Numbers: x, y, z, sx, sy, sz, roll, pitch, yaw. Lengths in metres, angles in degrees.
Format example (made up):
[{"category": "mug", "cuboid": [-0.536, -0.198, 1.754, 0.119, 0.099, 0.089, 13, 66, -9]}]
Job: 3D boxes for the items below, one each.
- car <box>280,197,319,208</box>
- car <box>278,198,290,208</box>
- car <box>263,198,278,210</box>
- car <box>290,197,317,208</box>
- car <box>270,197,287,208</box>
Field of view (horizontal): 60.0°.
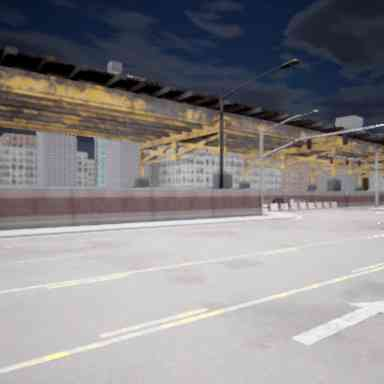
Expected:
[{"category": "car", "cuboid": [15.597, 1.548, 48.457, 4.974, 1.542, 2.038, 0, 0, -7]}, {"category": "car", "cuboid": [11.687, 1.535, 44.696, 2.038, 1.542, 4.974, 0, 0, 18]}, {"category": "car", "cuboid": [7.943, 1.525, 42.011, 4.974, 1.542, 2.038, 0, 0, 8]}, {"category": "car", "cuboid": [15.546, 1.390, 48.450, 4.536, 1.218, 1.853, 0, 0, -7]}, {"category": "car", "cuboid": [11.704, 1.378, 44.746, 1.853, 1.218, 4.536, 0, 0, 18]}]
